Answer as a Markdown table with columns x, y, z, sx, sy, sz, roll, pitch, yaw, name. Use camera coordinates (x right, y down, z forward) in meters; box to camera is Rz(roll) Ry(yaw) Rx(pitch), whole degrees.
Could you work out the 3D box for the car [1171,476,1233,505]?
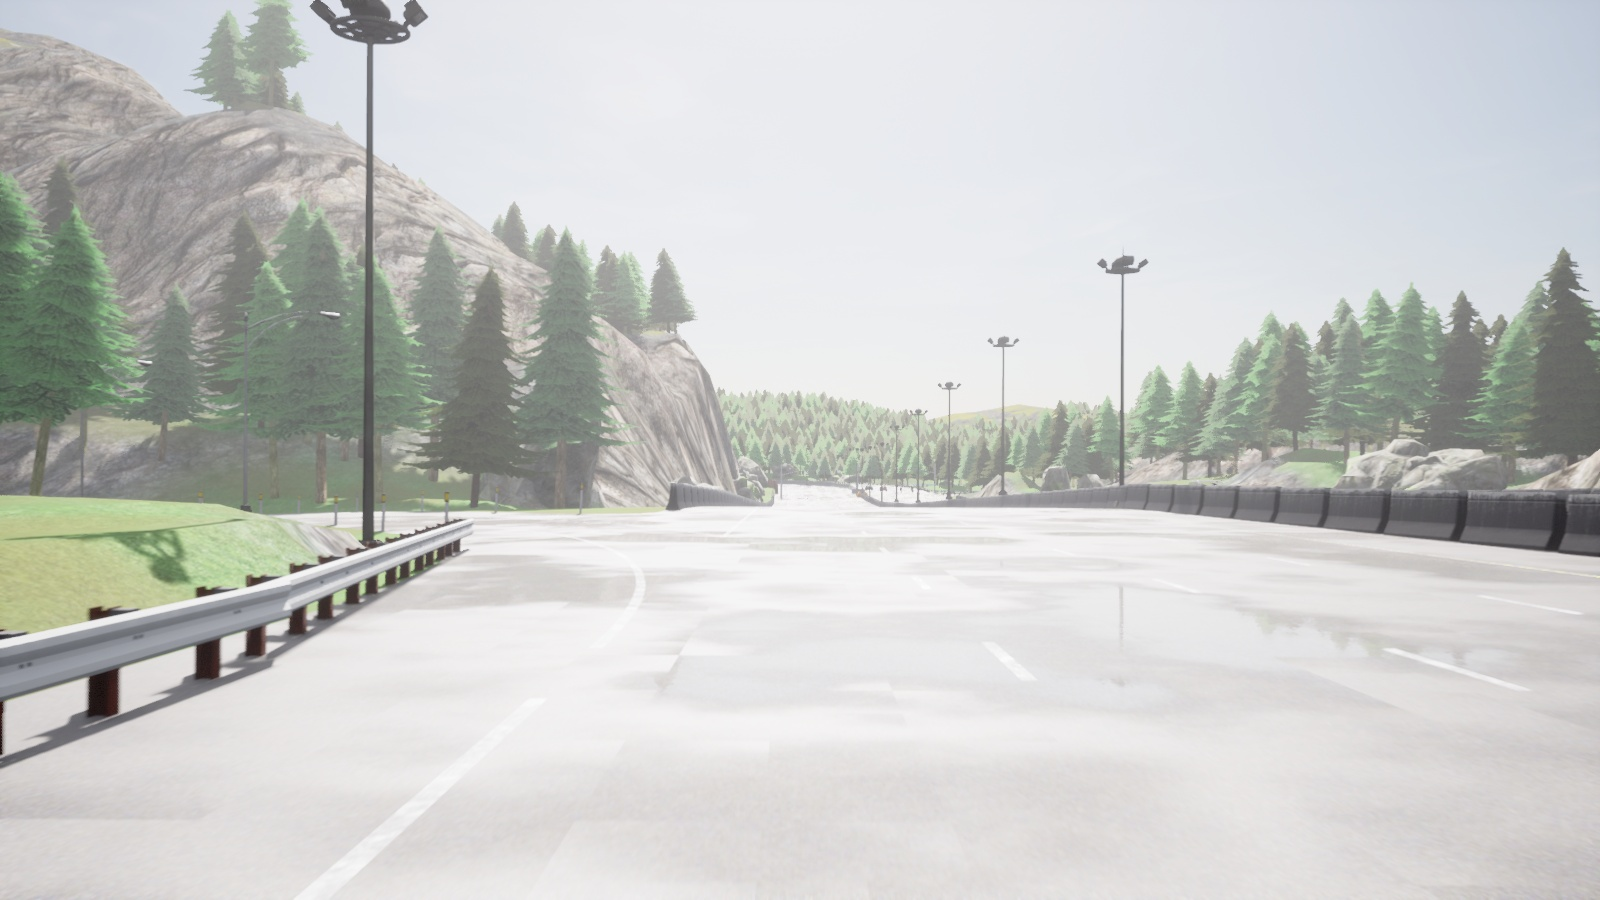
| x | y | z | sx | sy | sz | roll | pitch | yaw | name |
| --- | --- | --- | --- | --- | --- | --- | --- | --- | --- |
| 20.843 | 2.112 | 65.285 | 1.970 | 1.475 | 3.806 | 0 | -2 | 0 | car |
